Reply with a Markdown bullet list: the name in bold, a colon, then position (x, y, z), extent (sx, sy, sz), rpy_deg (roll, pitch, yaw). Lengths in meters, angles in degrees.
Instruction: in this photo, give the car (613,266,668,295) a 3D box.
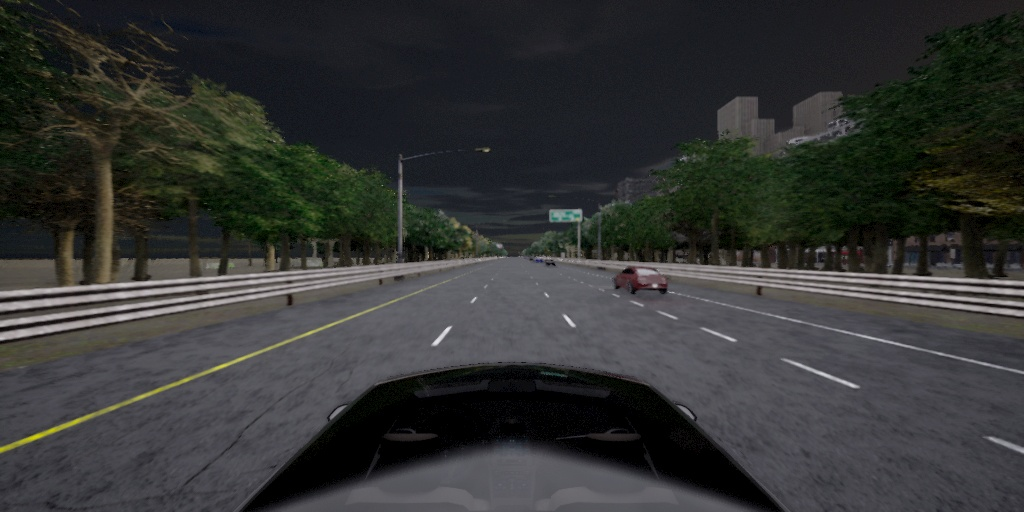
- **car**: position (7.029, 1.283, 19.925), extent (1.812, 1.442, 4.674), rpy_deg (0, 0, 0)
